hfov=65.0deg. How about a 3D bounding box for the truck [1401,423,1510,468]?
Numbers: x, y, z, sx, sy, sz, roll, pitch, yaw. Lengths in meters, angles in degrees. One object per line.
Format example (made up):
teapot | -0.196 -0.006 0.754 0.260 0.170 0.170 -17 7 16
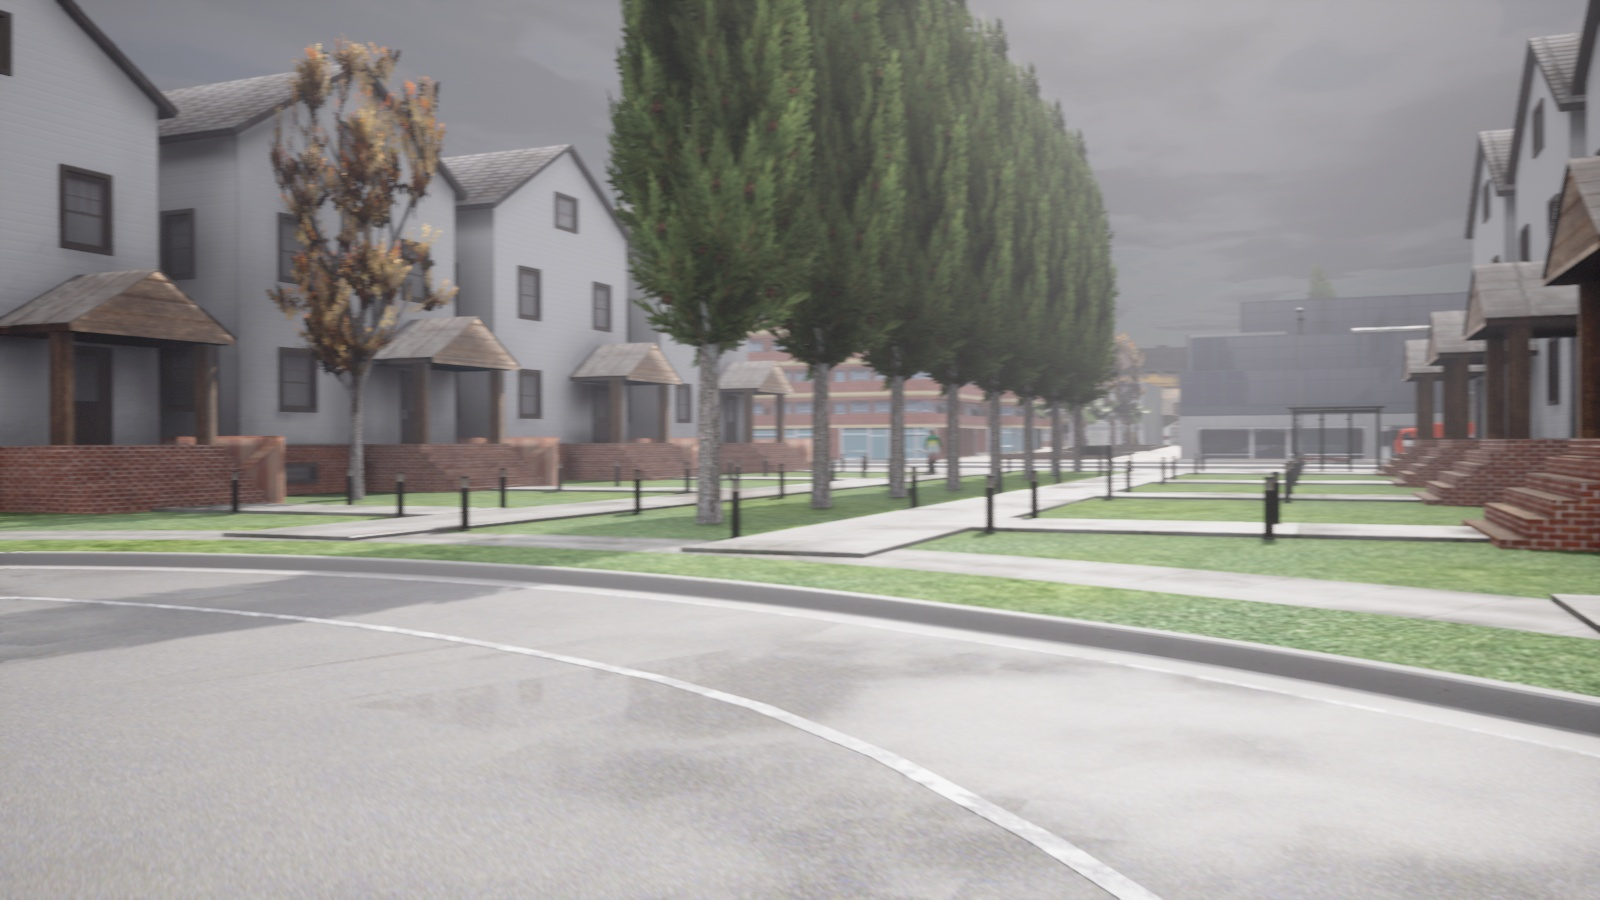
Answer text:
truck | 36.990 -0.253 71.021 5.204 2.467 2.627 0 0 22

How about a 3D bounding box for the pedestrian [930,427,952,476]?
pedestrian | 5.619 0.048 49.995 0.659 1.952 0.873 0 0 24
